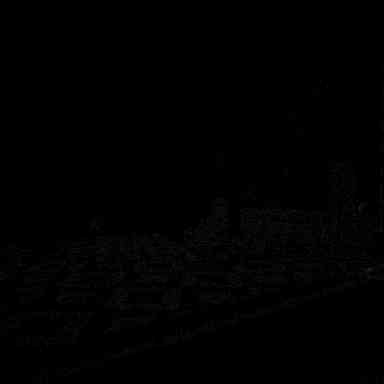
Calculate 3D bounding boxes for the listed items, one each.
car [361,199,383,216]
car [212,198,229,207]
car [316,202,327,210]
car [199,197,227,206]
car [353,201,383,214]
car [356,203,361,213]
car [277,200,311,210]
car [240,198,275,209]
[{"bbox_3d":[17.340,1.380,28.635,1.967,1.590,4.097,2,-1,-37],"label":"car"},{"bbox_3d":[4.654,1.478,46.301,1.752,1.417,4.829,2,-1,-36],"label":"car"},{"bbox_3d":[17.880,1.754,42.490,1.802,1.307,4.206,2,-1,-36],"label":"car"},{"bbox_3d":[3.598,1.660,57.735,2.033,1.411,5.357,2,-1,-35],"label":"car"},{"bbox_3d":[21.080,1.735,38.033,1.947,1.339,4.313,2,-1,-36],"label":"car"},{"bbox_3d":[18.543,1.489,31.519,1.882,1.535,5.008,2,-1,-36],"label":"car"},{"bbox_3d":[14.680,1.742,46.947,1.947,1.339,4.313,2,-1,-36],"label":"car"},{"bbox_3d":[7.755,1.494,41.981,1.887,1.381,4.507,2,-1,-36],"label":"car"}]
